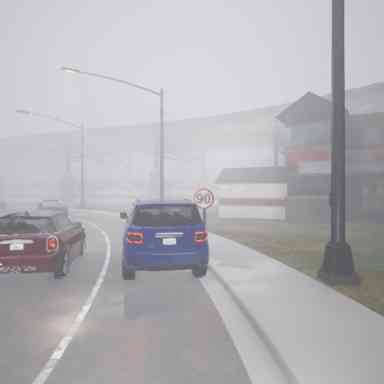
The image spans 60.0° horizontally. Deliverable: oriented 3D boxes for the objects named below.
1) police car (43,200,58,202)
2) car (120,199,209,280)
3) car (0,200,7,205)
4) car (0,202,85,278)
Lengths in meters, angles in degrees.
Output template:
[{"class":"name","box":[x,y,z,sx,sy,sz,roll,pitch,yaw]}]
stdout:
[{"class":"police car","box":[-11.415,1.424,26.759,1.930,1.638,5.238,0,0,-33]},{"class":"car","box":[-1.002,1.220,10.221,2.150,2.045,5.566,0,0,-11]},{"class":"car","box":[-23.888,1.477,39.342,5.008,1.535,1.882,0,0,35]},{"class":"car","box":[-4.597,1.352,10.143,2.097,1.767,4.553,0,0,-10]}]
